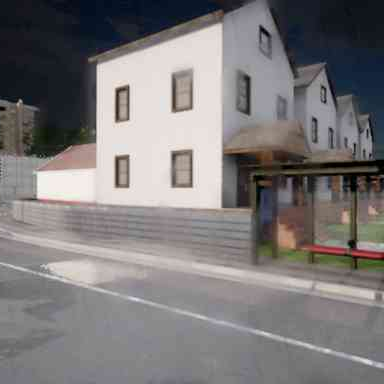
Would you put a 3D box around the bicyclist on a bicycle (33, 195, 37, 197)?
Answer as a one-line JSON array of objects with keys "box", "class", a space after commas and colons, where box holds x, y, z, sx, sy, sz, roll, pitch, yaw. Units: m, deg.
[{"box": [-17.221, 1.130, 36.727, 1.656, 1.620, 0.582, 0, 1, -44], "class": "bicyclist on a bicycle"}]
